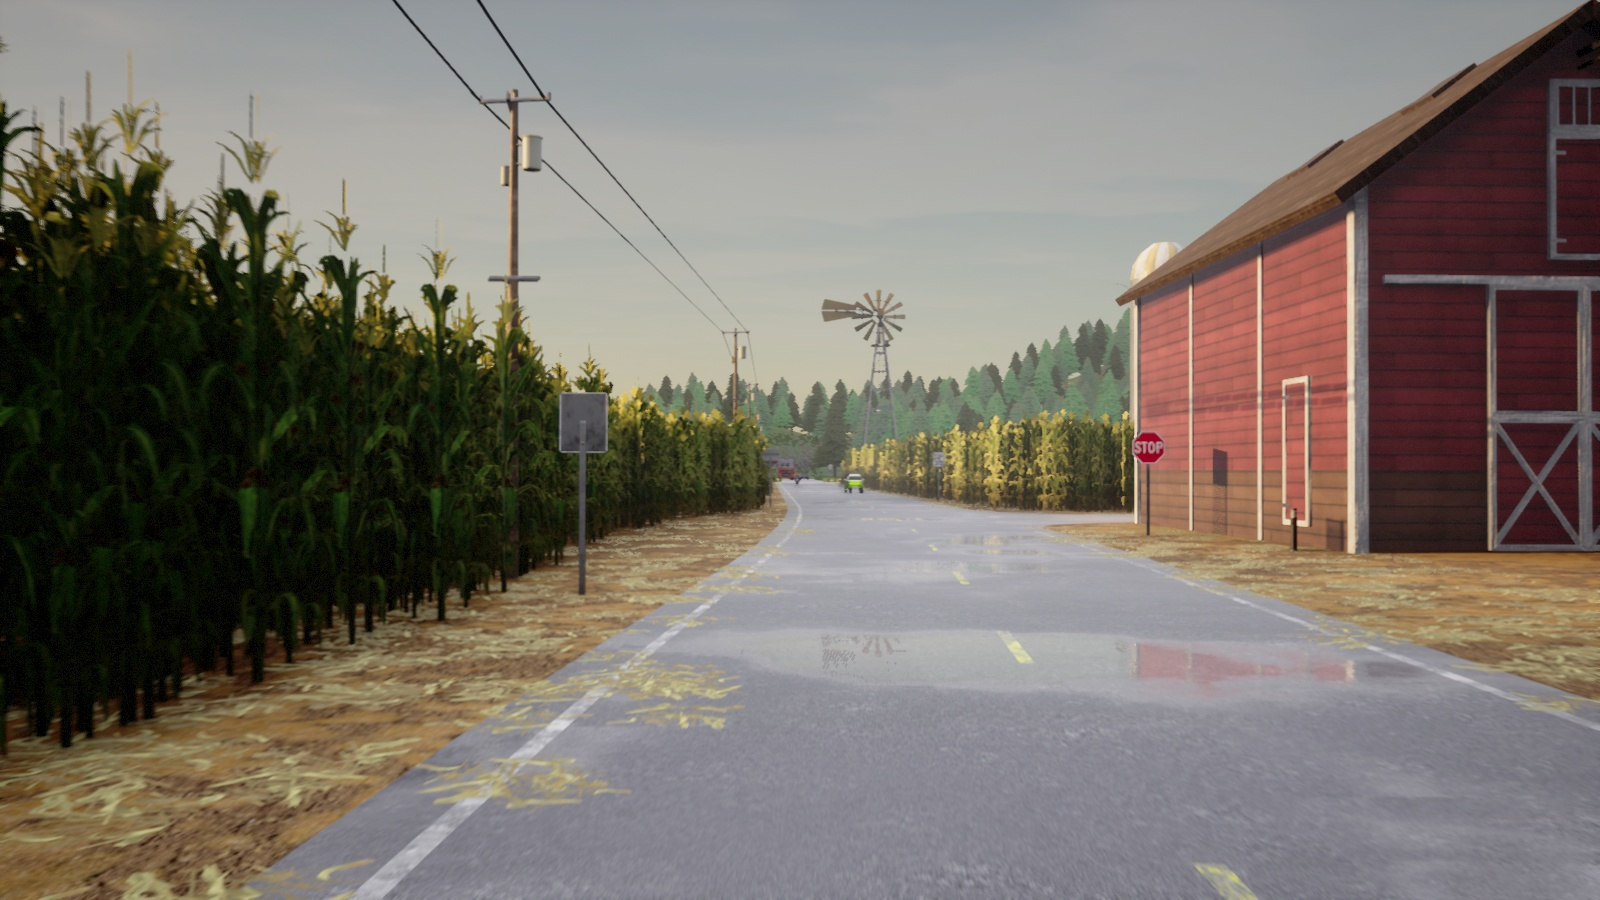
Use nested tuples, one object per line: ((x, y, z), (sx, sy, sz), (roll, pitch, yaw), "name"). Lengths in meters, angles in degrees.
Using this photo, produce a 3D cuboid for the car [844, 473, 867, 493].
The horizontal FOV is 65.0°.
((3.992, 2.365, 90.177), (1.481, 1.376, 2.207), (0, -1, -1), "car")
